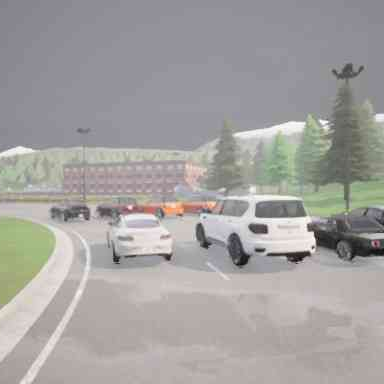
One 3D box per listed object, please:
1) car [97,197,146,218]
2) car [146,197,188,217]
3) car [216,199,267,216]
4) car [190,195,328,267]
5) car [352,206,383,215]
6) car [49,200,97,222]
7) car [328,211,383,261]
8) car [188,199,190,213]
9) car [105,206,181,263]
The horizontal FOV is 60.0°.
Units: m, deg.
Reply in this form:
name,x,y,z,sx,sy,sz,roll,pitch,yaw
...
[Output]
name,x,y,z,sx,sy,sz,roll,pitch,yaw
car,-5.852,1.182,26.281,2.097,1.767,4.553,-1,0,-37
car,-2.714,1.163,27.924,2.097,1.767,4.553,0,0,-37
car,4.397,1.377,30.410,1.895,1.301,4.718,0,0,-34
car,1.836,1.134,11.432,2.150,2.045,5.566,0,0,-16
car,8.204,1.351,14.987,1.882,1.535,5.008,0,0,-16
car,-9.214,1.356,24.952,1.837,1.490,4.892,0,1,-39
car,5.265,1.504,11.919,1.895,1.301,4.718,0,0,-15
car,0.602,1.142,29.652,2.097,1.767,4.553,0,0,-35
car,-1.934,1.448,11.671,1.812,1.442,4.674,0,0,-17
